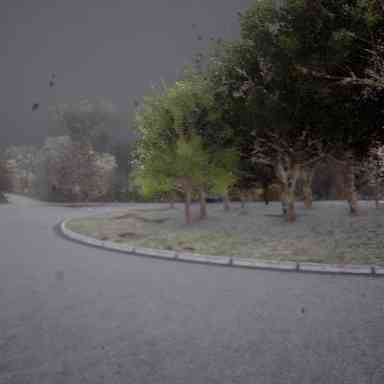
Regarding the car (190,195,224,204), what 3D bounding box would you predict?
[{"bbox_3d":[2.110,1.082,48.063,4.718,1.301,1.895,0,1,-7],"label":"car"}]
